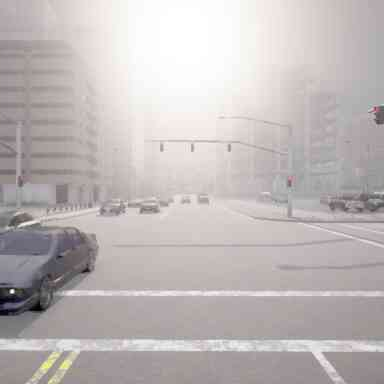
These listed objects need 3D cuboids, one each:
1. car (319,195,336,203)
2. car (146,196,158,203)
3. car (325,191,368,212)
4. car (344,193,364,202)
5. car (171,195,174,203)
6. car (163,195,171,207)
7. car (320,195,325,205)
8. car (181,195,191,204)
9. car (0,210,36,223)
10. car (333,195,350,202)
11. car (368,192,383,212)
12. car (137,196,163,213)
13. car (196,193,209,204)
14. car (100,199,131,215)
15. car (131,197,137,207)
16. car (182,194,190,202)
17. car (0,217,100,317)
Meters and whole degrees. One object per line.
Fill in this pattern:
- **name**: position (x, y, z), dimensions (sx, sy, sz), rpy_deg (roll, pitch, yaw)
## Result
- **car**: position (27.773, 1.395, 68.412), dimensions (1.970, 1.475, 3.806), rpy_deg (0, 0, 0)
- **car**: position (-8.264, 1.568, 68.629), dimensions (1.994, 1.385, 4.181), rpy_deg (0, 0, 0)
- **car**: position (16.569, 1.153, 35.841), dimensions (1.932, 1.855, 4.605), rpy_deg (0, 0, 0)
- **car**: position (33.352, 1.153, 68.490), dimensions (1.932, 1.855, 4.605), rpy_deg (0, 0, 0)
- **car**: position (-4.765, 1.349, 68.673), dimensions (2.097, 1.767, 4.553), rpy_deg (0, 0, 0)
- **car**: position (-4.702, 1.351, 50.640), dimensions (2.097, 1.767, 4.553), rpy_deg (0, 0, 0)
- **car**: position (22.081, 1.395, 53.281), dimensions (1.970, 1.475, 3.806), rpy_deg (0, 0, 0)
- **car**: position (-1.233, 1.601, 65.383), dimensions (1.895, 1.301, 4.718), rpy_deg (0, 0, 0)
- **car**: position (-7.321, 1.506, 12.665), dimensions (1.837, 1.490, 4.892), rpy_deg (0, 0, -3)
- **car**: position (30.669, 1.364, 68.426), dimensions (1.784, 1.438, 3.905), rpy_deg (0, 0, 0)
- **car**: position (19.463, 1.156, 35.801), dimensions (1.905, 1.878, 3.866), rpy_deg (0, 0, 0)
- **car**: position (-4.590, 1.505, 36.910), dimensions (1.837, 1.490, 4.892), rpy_deg (0, 0, 0)
- **car**: position (2.273, 1.478, 64.710), dimensions (1.882, 1.535, 5.008), rpy_deg (0, 0, 0)
- **car**: position (-8.067, 1.491, 34.285), dimensions (2.128, 1.511, 4.902), rpy_deg (0, 0, 0)
- **car**: position (-8.170, 1.526, 47.907), dimensions (1.812, 1.442, 4.674), rpy_deg (0, 0, -1)
- **car**: position (-1.311, 1.304, 74.454), dimensions (1.882, 1.535, 5.008), rpy_deg (0, 0, 0)
- **car**: position (-3.673, 1.547, 7.941), dimensions (2.033, 1.411, 5.357), rpy_deg (0, 0, -1)
